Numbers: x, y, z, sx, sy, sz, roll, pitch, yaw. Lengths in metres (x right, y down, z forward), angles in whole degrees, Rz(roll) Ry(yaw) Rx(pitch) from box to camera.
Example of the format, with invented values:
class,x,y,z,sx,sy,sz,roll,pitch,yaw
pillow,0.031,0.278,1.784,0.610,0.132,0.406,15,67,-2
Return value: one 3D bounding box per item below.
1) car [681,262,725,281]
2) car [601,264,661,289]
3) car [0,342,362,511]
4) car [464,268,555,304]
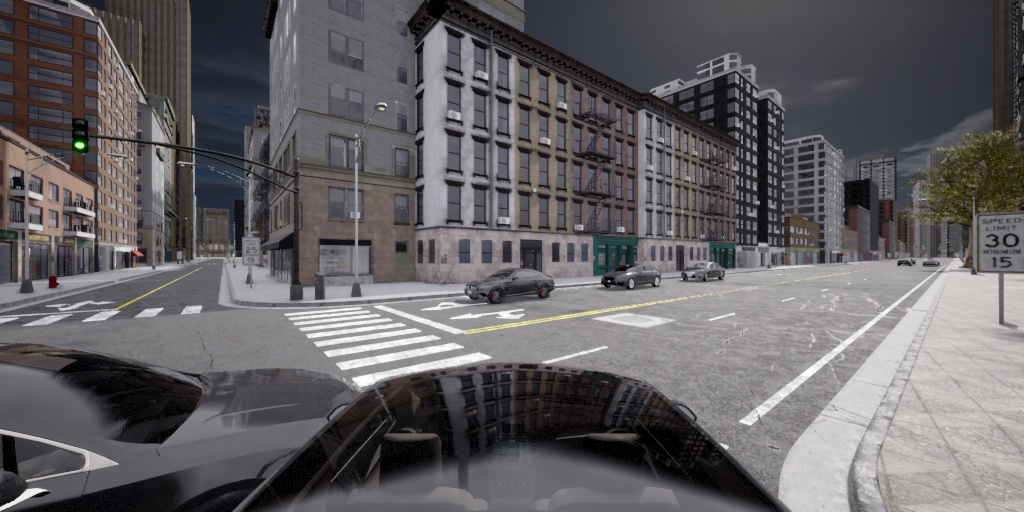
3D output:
class,x,y,z,sx,sy,sz,roll,pitch,yaw
car,15.731,1.237,29.434,4.902,1.511,2.128,0,0,-39
car,7.706,1.259,22.982,4.892,1.490,1.837,0,0,-39
car,-3.218,1.257,1.811,4.892,1.490,1.837,0,0,-34
car,0.000,1.287,16.775,4.674,1.442,1.812,0,0,-39
